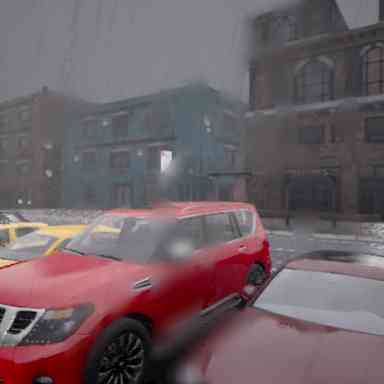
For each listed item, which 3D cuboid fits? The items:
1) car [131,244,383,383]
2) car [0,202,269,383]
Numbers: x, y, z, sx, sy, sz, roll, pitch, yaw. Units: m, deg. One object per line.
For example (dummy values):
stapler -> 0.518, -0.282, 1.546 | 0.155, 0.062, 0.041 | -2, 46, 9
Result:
car -> 1.720, 1.513, 3.917 | 2.002, 1.452, 4.674 | 0, 0, 35
car -> -0.567, 1.232, 5.505 | 2.435, 2.045, 5.566 | 0, 0, 35
